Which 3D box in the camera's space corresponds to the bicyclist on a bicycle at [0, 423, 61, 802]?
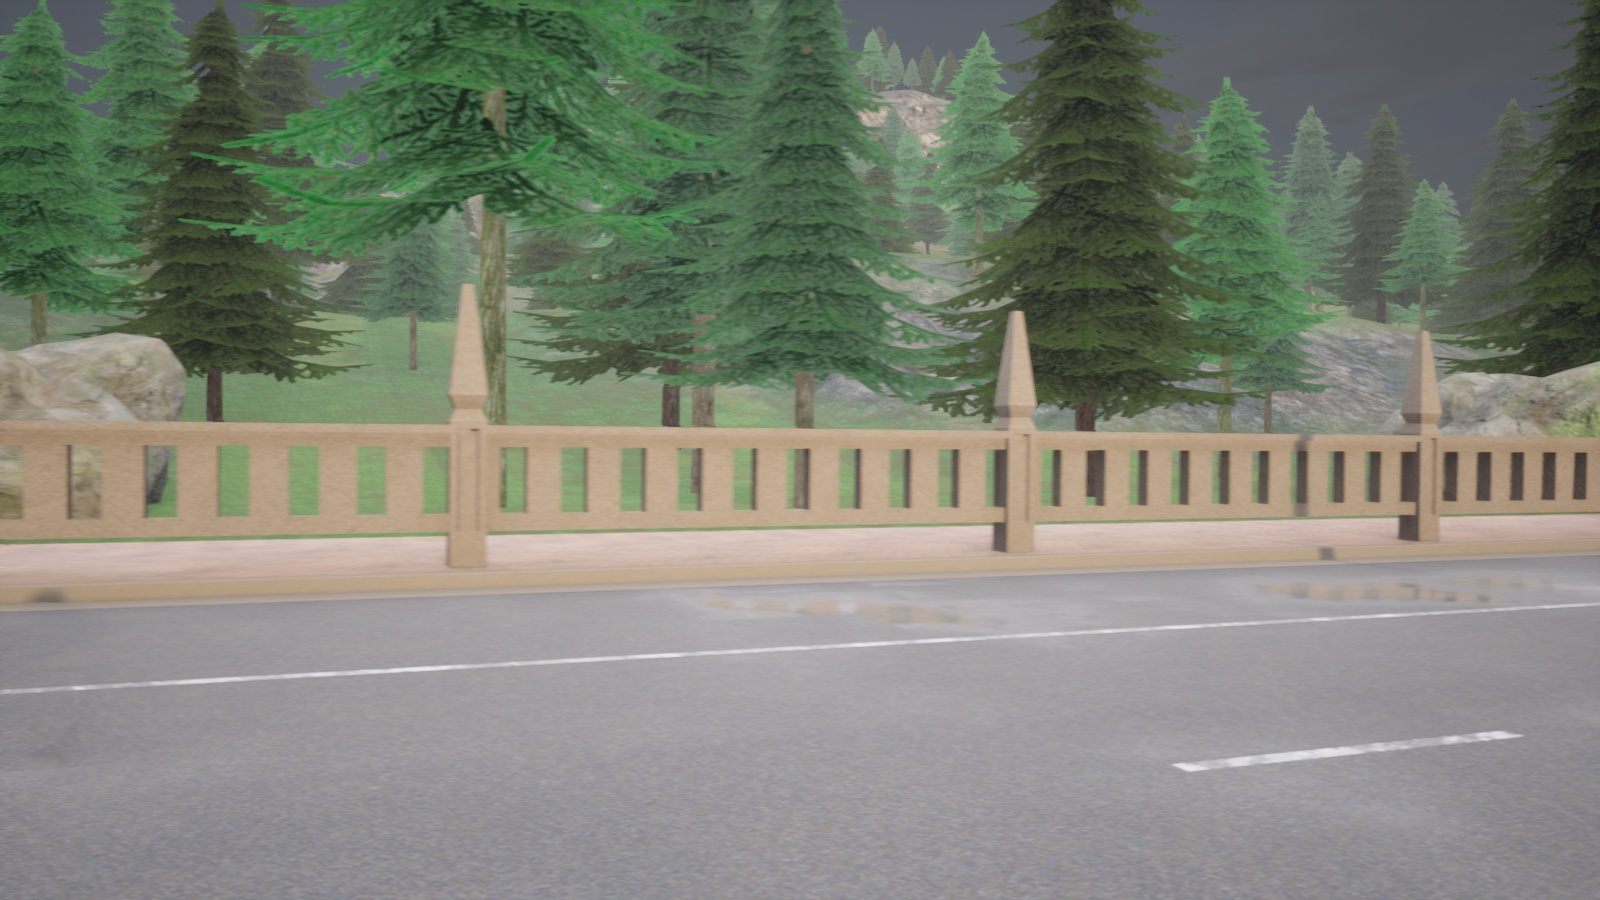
[{"bbox_3d":[-4.196,0.708,5.389,1.656,1.620,0.582,-1,1,-21],"label":"bicyclist on a bicycle"}]
